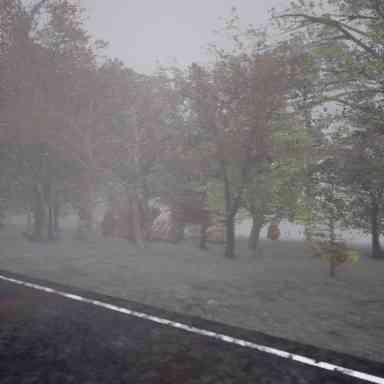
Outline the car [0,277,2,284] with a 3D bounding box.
[{"bbox_3d":[-6.858,1.578,8.455,5.357,1.411,2.033,5,-1,36],"label":"car"}]
